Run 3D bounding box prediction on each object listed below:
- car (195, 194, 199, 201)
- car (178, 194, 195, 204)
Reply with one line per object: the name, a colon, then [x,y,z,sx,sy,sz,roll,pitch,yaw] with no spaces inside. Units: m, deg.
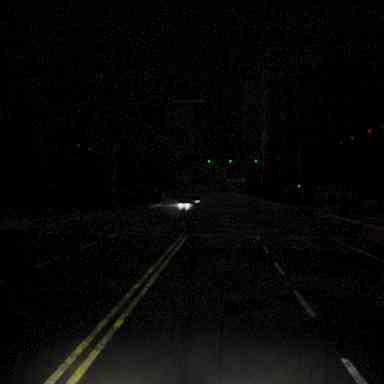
car: [0.452,1.109,72.348,1.882,1.535,5.008,0,0,6]
car: [-1.153,1.193,56.937,2.128,1.511,4.902,0,0,6]
